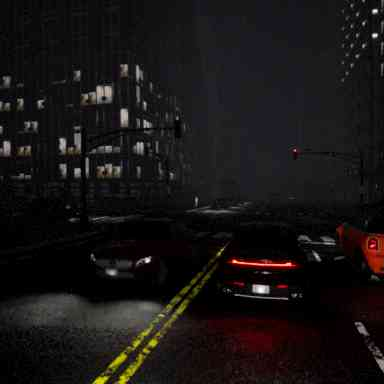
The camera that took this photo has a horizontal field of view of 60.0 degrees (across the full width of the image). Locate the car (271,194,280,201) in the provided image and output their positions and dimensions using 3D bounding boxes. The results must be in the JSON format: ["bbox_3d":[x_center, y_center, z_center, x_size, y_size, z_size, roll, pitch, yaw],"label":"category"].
[{"bbox_3d":[20.215,1.236,80.349,1.882,1.535,5.008,0,0,14],"label":"car"}]

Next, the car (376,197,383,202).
[{"bbox_3d":[14.992,1.274,24.608,5.566,2.045,2.150,1,1,15],"label":"car"}]

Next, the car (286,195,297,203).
[{"bbox_3d":[20.816,1.464,69.539,2.128,1.511,4.902,0,0,14],"label":"car"}]

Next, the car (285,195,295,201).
[{"bbox_3d":[23.364,1.465,79.544,2.033,1.411,5.357,0,0,14],"label":"car"}]

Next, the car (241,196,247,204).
[{"bbox_3d":[8.455,1.482,60.844,1.812,1.442,4.674,0,0,15],"label":"car"}]

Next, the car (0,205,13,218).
[{"bbox_3d":[-16.809,1.434,27.175,4.313,1.339,1.947,1,1,15],"label":"car"}]

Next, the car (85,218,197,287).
[{"bbox_3d":[-1.149,1.522,9.632,1.812,1.442,4.674,0,0,16],"label":"car"}]

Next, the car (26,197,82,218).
[{"bbox_3d":[-11.808,1.216,28.622,4.553,1.767,2.097,1,1,15],"label":"car"}]

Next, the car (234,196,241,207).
[{"bbox_3d":[6.132,1.471,51.846,1.837,1.490,4.892,0,0,14],"label":"car"}]

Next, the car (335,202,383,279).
[{"bbox_3d":[5.707,1.347,9.950,2.097,1.767,4.553,0,0,14],"label":"car"}]

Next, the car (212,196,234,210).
[{"bbox_3d":[3.843,1.501,42.864,1.812,1.442,4.674,0,0,14],"label":"car"}]

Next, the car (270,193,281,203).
[{"bbox_3d":[17.647,1.158,70.284,2.150,2.045,5.566,0,0,14],"label":"car"}]

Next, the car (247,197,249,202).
[{"bbox_3d":[10.993,1.497,70.504,1.994,1.385,4.181,0,0,14],"label":"car"}]

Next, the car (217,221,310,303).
[{"bbox_3d":[1.839,1.501,8.342,1.837,1.490,4.892,0,0,14],"label":"car"}]
